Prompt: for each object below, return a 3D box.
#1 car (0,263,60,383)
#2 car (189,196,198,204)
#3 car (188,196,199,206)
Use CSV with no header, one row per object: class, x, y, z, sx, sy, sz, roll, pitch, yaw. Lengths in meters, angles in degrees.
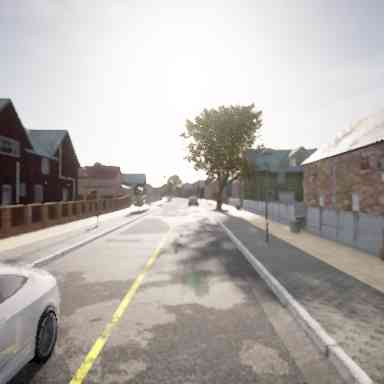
car,-2.830,1.524,3.178,1.812,1.442,4.674,0,0,0
car,0.249,1.612,69.348,1.882,1.535,5.008,0,0,0
car,0.210,1.799,59.082,1.895,1.301,4.718,0,0,0
